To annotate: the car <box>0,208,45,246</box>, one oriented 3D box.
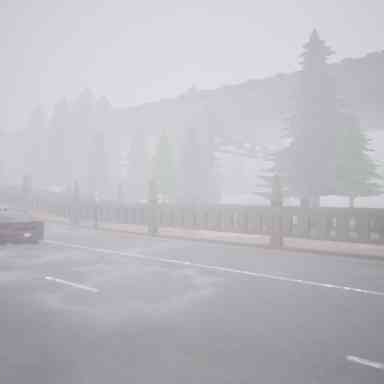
[{"bbox_3d":[-8.254,1.415,14.057,5.008,1.535,1.882,2,1,35],"label":"car"}]
